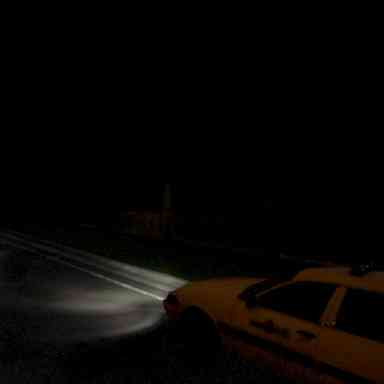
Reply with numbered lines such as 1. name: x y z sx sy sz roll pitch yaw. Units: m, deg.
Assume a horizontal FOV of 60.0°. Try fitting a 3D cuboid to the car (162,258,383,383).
1. car: 1.795 1.584 4.108 1.801 1.575 5.366 2 -2 -44
